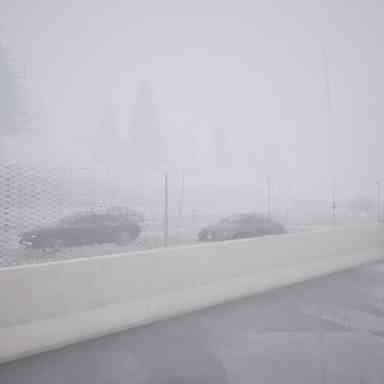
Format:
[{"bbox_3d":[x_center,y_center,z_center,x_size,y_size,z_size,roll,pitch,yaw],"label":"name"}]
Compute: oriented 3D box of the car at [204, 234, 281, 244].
[{"bbox_3d":[2.267,1.631,14.673,4.181,1.385,1.994,0,0,-38],"label":"car"}]
